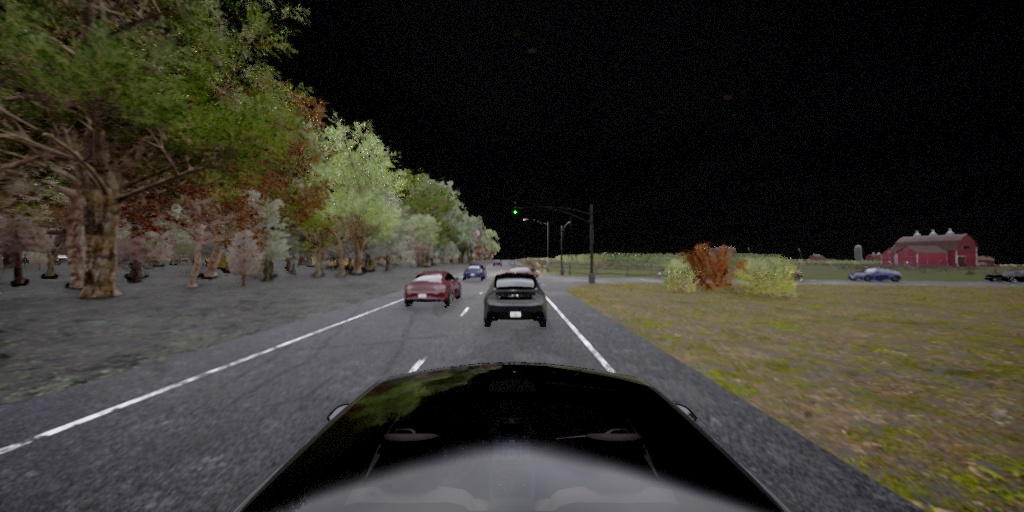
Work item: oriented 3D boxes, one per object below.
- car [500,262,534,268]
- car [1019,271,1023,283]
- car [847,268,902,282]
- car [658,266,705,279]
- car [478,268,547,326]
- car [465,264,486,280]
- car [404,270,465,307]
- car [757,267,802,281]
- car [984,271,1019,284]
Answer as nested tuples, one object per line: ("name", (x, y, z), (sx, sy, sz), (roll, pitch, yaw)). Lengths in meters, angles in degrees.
("car", (0.749, 1.369, 24.260), (1.882, 1.535, 5.008), (0, 0, 10))
("car", (52.331, 2.060, 33.914), (5.357, 1.411, 2.033), (1, -1, 1))
("car", (38.014, 1.965, 37.595), (4.674, 1.442, 1.812), (1, -1, 0))
("car", (17.985, 1.713, 37.710), (4.902, 1.511, 2.128), (1, -1, 1))
("car", (0.094, 1.320, 11.963), (1.837, 1.490, 4.892), (0, 0, 0))
("car", (-3.414, 1.474, 33.441), (1.812, 1.442, 4.674), (0, 0, 0))
("car", (-3.409, 1.365, 15.930), (1.812, 1.442, 4.674), (0, 0, 0))
("car", (27.783, 1.853, 37.648), (4.674, 1.442, 1.812), (1, -1, 0))
("car", (52.651, 2.199, 37.448), (4.718, 1.301, 1.895), (1, -1, 0))
